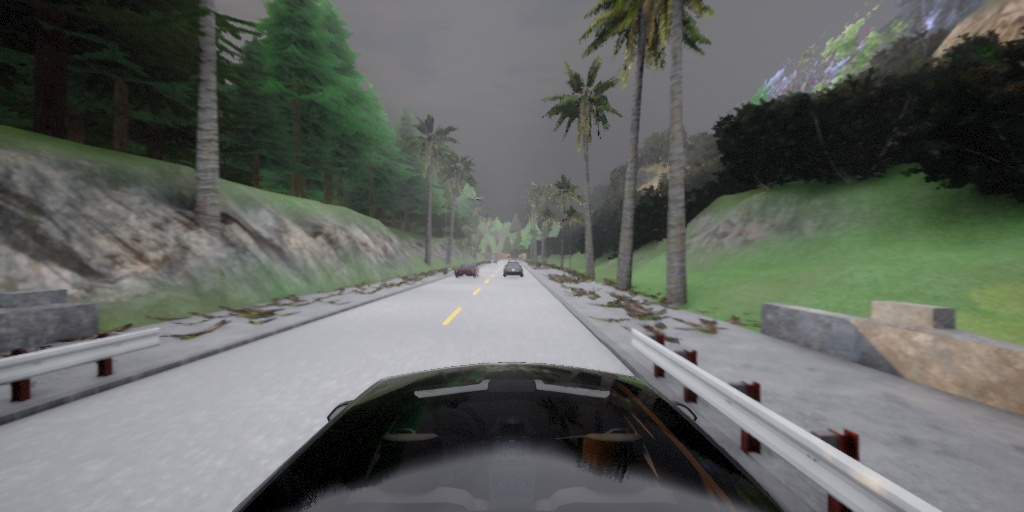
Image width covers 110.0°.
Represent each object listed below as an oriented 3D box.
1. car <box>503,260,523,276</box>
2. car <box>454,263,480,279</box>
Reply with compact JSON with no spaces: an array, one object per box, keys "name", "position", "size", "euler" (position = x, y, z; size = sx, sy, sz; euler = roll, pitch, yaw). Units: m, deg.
[{"name":"car","position":[0.121,1.305,36.591],"size":[1.994,1.385,4.181],"euler":[0,0,0]},{"name":"car","position":[-4.067,1.343,32.971],"size":[1.895,1.301,4.718],"euler":[0,0,0]}]
